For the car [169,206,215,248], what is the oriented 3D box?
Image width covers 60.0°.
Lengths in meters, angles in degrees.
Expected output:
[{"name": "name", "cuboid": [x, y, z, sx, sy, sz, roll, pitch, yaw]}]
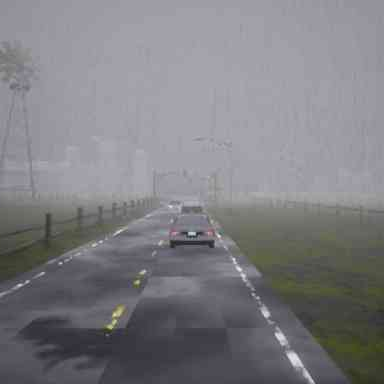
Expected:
[{"name": "car", "cuboid": [0.000, 1.568, 14.652, 2.033, 1.411, 5.357, 0, 0, 0]}]

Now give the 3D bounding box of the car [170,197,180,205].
[{"name": "car", "cuboid": [-2.750, 1.544, 57.609, 1.882, 1.535, 5.008, 0, 0, 0]}]

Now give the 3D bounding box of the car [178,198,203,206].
[{"name": "car", "cuboid": [0.000, 1.497, 29.655, 1.882, 1.535, 5.008, 0, 0, 0]}]
